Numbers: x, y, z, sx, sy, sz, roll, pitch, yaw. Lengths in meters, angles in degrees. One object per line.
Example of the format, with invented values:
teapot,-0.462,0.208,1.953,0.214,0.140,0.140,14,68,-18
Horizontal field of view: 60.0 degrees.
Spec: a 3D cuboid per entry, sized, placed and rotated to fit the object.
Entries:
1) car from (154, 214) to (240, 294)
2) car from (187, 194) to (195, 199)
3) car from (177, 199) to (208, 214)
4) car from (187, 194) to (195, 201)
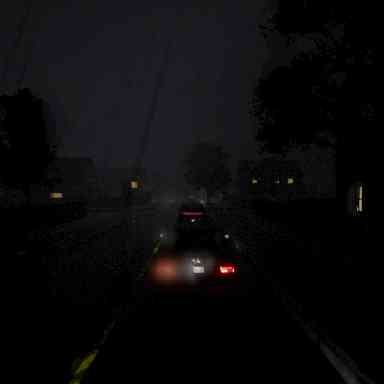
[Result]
car,0.085,1.546,8.920,2.033,1.411,5.357,0,0,0
car,-0.158,1.728,80.780,1.895,1.301,4.718,0,0,0
car,0.054,1.494,22.236,2.128,1.511,4.902,0,0,0
car,-0.179,1.422,90.768,2.097,1.767,4.553,0,0,0
